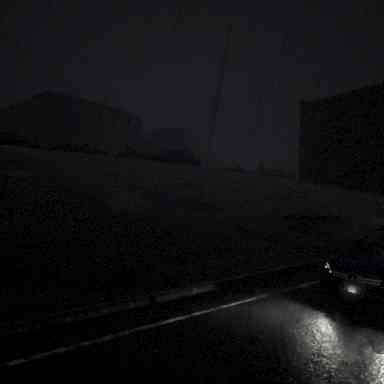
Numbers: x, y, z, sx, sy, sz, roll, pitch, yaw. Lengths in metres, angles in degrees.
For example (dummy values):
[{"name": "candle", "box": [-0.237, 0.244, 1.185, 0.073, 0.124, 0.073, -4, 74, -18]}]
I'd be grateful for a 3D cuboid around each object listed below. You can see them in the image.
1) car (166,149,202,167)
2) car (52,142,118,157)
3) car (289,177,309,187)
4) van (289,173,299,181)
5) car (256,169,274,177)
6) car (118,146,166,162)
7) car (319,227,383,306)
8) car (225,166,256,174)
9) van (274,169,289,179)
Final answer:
[{"name": "car", "box": [-1.331, -3.379, 36.075, 2.435, 2.045, 5.566, 0, -1, 44]}, {"name": "car", "box": [-9.196, -3.403, 28.033, 4.892, 1.521, 2.231, 2, -1, -44]}, {"name": "car", "box": [19.863, -1.766, 61.636, 2.163, 1.488, 4.792, 1, -2, 37]}, {"name": "van", "box": [16.600, -2.287, 57.281, 1.878, 1.987, 4.442, 0, -2, 38]}, {"name": "car", "box": [9.601, -2.517, 48.525, 2.002, 1.452, 4.674, 0, -2, 40]}, {"name": "car", "box": [-5.218, -3.402, 32.028, 2.185, 1.767, 4.553, 0, -1, 45]}, {"name": "car", "box": [4.808, 1.494, 7.391, 4.674, 1.442, 1.812, 0, 0, -35]}, {"name": "car", "box": [6.026, -2.729, 44.295, 2.002, 1.452, 4.674, 0, -2, 41]}, {"name": "van", "box": [13.202, -2.543, 52.915, 1.878, 1.987, 4.442, 0, -2, 39]}]
